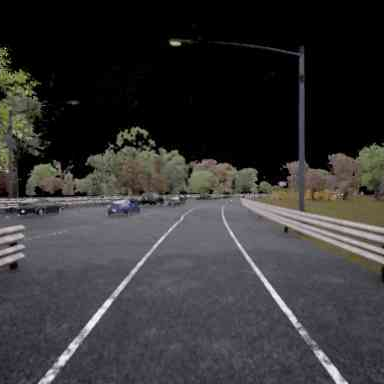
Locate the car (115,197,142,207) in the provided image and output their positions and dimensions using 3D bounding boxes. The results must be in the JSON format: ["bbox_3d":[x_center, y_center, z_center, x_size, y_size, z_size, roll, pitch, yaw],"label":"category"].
[{"bbox_3d":[-9.379,1.407,49.476,2.033,1.411,5.357,0,0,12],"label":"car"}]

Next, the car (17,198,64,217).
[{"bbox_3d":[-13.300,1.321,29.477,1.837,1.490,4.892,0,0,10],"label":"car"}]

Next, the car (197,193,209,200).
[{"bbox_3d":[3.656,1.179,89.168,2.150,2.045,5.566,0,0,15],"label":"car"}]

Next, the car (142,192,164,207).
[{"bbox_3d":[-5.827,1.082,49.393,2.150,2.045,5.566,0,0,12],"label":"car"}]

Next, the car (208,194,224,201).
[{"bbox_3d":[6.179,1.537,85.018,1.895,1.301,4.718,0,0,15],"label":"car"}]

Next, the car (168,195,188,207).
[{"bbox_3d":[-2.263,1.386,49.227,1.812,1.442,4.674,0,0,12],"label":"car"}]

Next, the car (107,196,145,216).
[{"bbox_3d":[-6.070,1.344,30.061,1.812,1.442,4.674,0,0,11],"label":"car"}]

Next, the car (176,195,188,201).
[{"bbox_3d":[-2.391,1.455,79.783,1.812,1.442,4.674,0,0,14],"label":"car"}]
